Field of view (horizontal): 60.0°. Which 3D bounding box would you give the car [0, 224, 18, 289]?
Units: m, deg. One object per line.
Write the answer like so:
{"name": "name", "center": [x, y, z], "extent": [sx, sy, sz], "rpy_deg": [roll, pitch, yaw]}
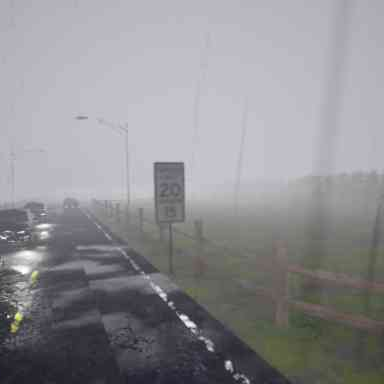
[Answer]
{"name": "car", "center": [-4.667, 1.628, 5.751], "extent": [2.033, 1.411, 5.357], "rpy_deg": [-2, 1, -19]}

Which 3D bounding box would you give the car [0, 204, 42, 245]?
{"name": "car", "center": [-8.307, 1.583, 15.505], "extent": [1.837, 1.490, 4.892], "rpy_deg": [-2, 1, -21]}

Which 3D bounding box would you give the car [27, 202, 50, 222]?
{"name": "car", "center": [-12.393, 1.585, 26.374], "extent": [1.837, 1.490, 4.892], "rpy_deg": [-2, 1, -21]}

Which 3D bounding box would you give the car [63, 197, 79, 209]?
{"name": "car", "center": [-16.953, 1.500, 46.552], "extent": [1.882, 1.535, 5.008], "rpy_deg": [-2, 1, -20]}

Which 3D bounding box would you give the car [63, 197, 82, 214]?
{"name": "car", "center": [-13.010, 1.558, 36.201], "extent": [2.033, 1.411, 5.357], "rpy_deg": [-2, 1, -20]}
